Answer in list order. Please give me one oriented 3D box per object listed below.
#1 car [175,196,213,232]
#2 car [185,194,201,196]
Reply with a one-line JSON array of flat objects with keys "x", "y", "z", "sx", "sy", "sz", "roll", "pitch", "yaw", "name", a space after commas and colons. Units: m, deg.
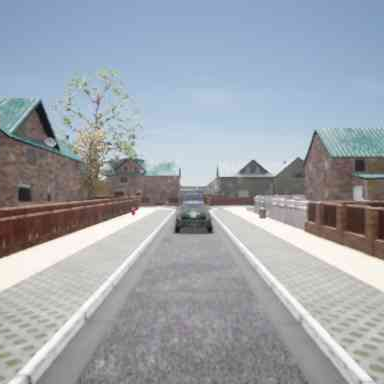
[{"x": 0.090, "y": 1.323, "z": 20.170, "sx": 2.097, "sy": 1.767, "sz": 4.553, "roll": 0, "pitch": 0, "yaw": 0, "name": "car"}, {"x": 0.070, "y": 1.173, "z": 33.522, "sx": 2.150, "sy": 2.045, "sz": 5.566, "roll": 0, "pitch": 0, "yaw": -1, "name": "car"}]
